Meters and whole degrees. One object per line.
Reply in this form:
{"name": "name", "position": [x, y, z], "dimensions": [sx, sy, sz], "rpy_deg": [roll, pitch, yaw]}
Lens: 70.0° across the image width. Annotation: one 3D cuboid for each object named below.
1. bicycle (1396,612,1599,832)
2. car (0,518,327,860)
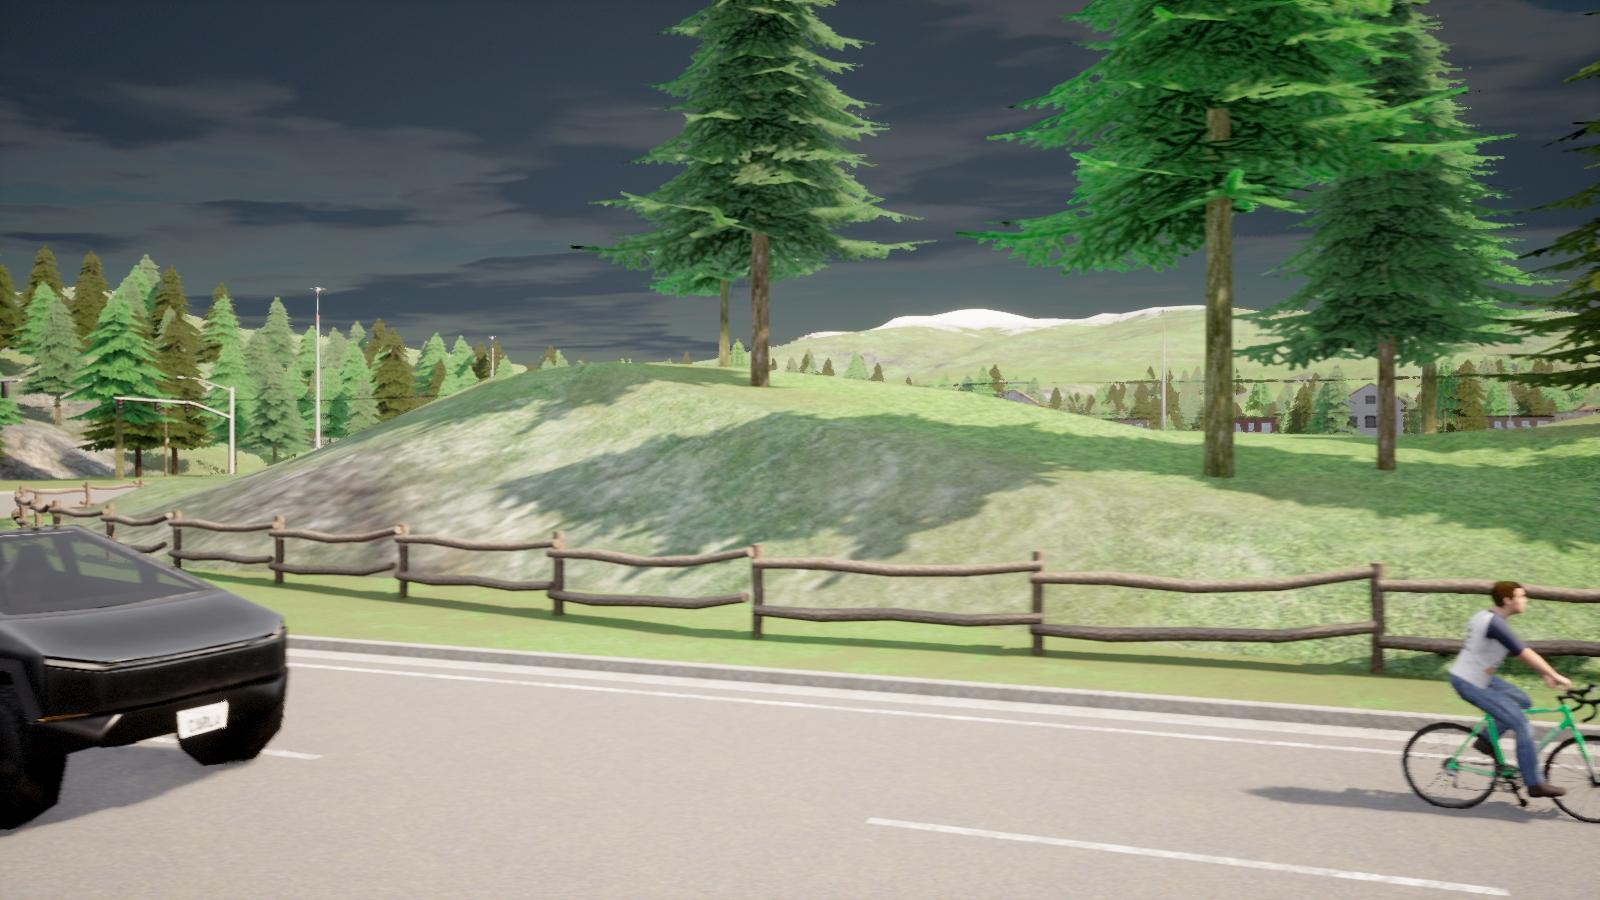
{"name": "bicycle", "position": [5.520, 2.057, 8.745], "dimensions": [1.643, 1.496, 0.373], "rpy_deg": [1, 0, 20]}
{"name": "car", "position": [-7.495, 1.748, 10.155], "dimensions": [6.274, 2.098, 2.390], "rpy_deg": [0, 0, 24]}
